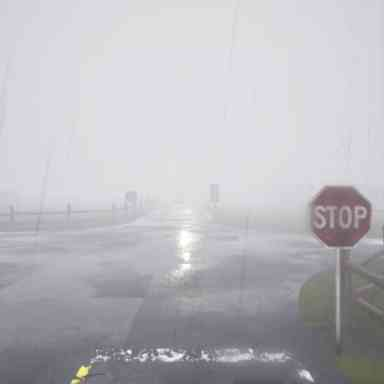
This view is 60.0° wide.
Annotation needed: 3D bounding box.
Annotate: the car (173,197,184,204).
[{"bbox_3d":[-2.545,1.627,65.574,1.994,1.385,4.181,0,0,0],"label":"car"}]
